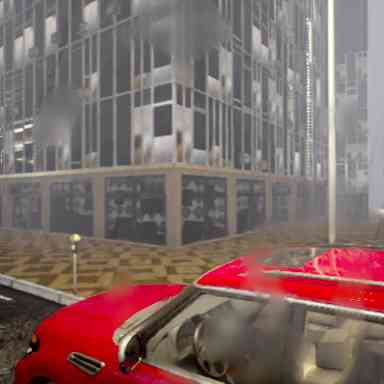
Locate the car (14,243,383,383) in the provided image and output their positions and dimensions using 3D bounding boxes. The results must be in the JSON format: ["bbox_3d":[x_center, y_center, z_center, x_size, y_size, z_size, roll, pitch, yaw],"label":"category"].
[{"bbox_3d":[0.839,1.325,2.267,5.009,1.841,2.192,0,0,36],"label":"car"}]
